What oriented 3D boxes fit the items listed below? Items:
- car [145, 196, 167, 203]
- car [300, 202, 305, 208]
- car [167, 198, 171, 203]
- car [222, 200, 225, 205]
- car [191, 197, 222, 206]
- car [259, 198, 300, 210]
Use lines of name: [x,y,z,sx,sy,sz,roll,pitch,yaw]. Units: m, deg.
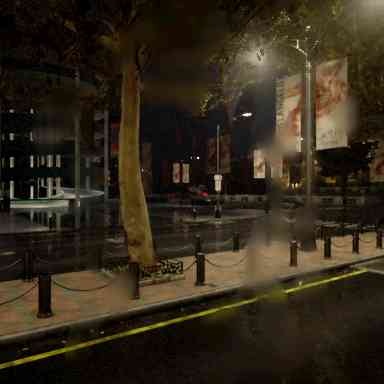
car: [-8.301,1.547,67.532,5.357,1.411,2.033,0,0,40]
car: [12.681,1.547,45.532,2.033,1.411,5.357,0,0,-35]
car: [-6.513,1.525,70.554,4.902,1.511,2.128,0,0,41]
car: [3.533,1.547,58.540,2.033,1.411,5.357,0,0,-35]
car: [2.010,1.548,54.632,2.033,1.411,5.357,0,0,-35]
car: [10.761,1.601,42.168,1.895,1.301,4.718,0,0,-35]
